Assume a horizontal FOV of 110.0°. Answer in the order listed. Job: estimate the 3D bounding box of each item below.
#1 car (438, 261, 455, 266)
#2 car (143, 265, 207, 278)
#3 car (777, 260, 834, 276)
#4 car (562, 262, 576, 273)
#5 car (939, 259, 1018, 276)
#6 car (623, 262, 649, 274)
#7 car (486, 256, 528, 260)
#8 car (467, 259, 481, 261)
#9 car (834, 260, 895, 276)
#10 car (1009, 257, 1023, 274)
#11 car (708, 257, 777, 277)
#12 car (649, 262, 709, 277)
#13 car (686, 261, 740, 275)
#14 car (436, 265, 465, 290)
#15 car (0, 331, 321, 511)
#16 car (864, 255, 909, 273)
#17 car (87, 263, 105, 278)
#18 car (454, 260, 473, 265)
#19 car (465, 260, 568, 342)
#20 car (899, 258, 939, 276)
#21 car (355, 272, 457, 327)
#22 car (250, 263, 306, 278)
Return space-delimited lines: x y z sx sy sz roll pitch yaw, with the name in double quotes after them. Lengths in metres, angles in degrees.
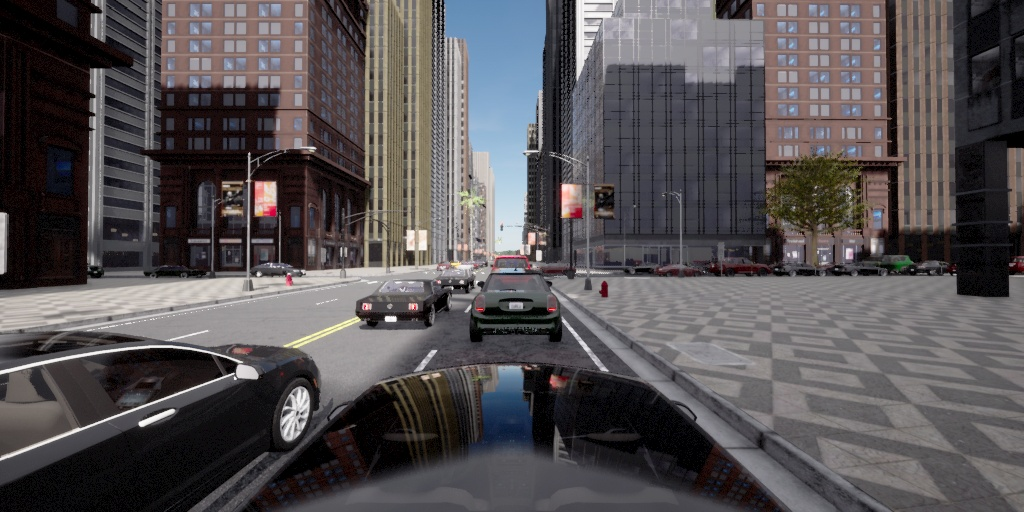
-9.942 1.504 53.158 1.812 1.442 4.674 0 0 -3 "car"
-32.663 1.573 34.903 4.718 1.301 1.895 0 -1 0 "car"
26.530 1.276 33.155 4.313 1.339 1.948 0 0 -1 "car"
4.478 1.378 38.537 4.674 1.442 1.812 0 -1 -1 "car"
43.442 1.215 33.452 4.507 1.381 1.888 0 0 -1 "car"
15.107 1.413 41.482 4.313 1.339 1.948 0 0 -1 "car"
-0.036 1.003 19.461 2.150 2.045 5.566 0 0 0 "car"
-6.694 1.635 61.067 1.895 1.301 4.718 0 0 0 "car"
32.166 1.261 33.254 4.313 1.339 1.948 0 0 -1 "car"
49.081 0.974 33.550 5.009 1.841 2.192 0 0 -1 "car"
20.893 1.042 33.057 5.009 1.841 2.192 0 0 -1 "car"
15.254 1.328 32.958 4.207 1.307 1.802 0 0 -1 "car"
21.696 1.300 38.845 4.892 1.490 1.837 0 -1 -1 "car"
-3.189 1.388 20.756 1.895 1.301 4.718 0 0 0 "car"
-3.151 1.255 2.267 1.837 1.490 4.892 0 0 0 "car"
40.165 0.968 39.111 5.566 2.045 2.150 0 -1 2 "car"
-43.300 1.242 34.899 5.566 2.045 2.150 0 -1 0 "car"
-6.696 1.571 51.903 1.895 1.301 4.718 0 0 0 "car"
0.080 1.109 9.940 2.097 1.767 4.553 0 0 0 "car"
42.522 1.229 36.067 4.674 1.442 1.812 0 -1 -1 "car"
-3.168 1.361 11.587 1.895 1.301 4.718 0 0 0 "car"
-22.716 1.419 34.914 4.902 1.511 2.128 0 -1 0 "car"
